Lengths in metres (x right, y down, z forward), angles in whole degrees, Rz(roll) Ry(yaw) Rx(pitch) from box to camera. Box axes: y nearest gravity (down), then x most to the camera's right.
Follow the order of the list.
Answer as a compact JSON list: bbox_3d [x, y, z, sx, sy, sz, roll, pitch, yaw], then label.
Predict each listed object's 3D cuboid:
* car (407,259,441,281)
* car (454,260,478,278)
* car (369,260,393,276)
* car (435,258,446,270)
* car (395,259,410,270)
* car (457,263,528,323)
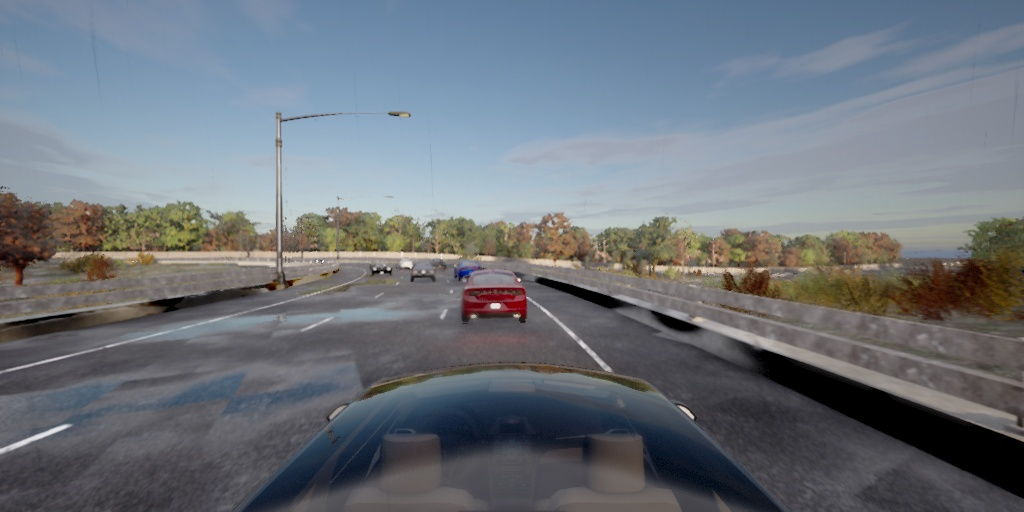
[{"bbox_3d":[-7.018,1.185,28.348,2.033,1.411,5.357,0,0,-15],"label":"car"},{"bbox_3d":[-3.541,1.096,28.880,1.882,1.535,5.008,0,1,-15],"label":"car"},{"bbox_3d":[-12.622,1.229,34.976,1.895,1.301,4.718,0,0,-18],"label":"car"},{"bbox_3d":[-10.089,1.054,47.613,1.837,1.490,4.892,0,1,-24],"label":"car"},{"bbox_3d":[-14.668,1.085,49.172,1.812,1.442,4.674,0,0,-25],"label":"car"},{"bbox_3d":[-0.666,1.175,11.969,1.882,1.535,5.008,0,0,-6],"label":"car"}]
